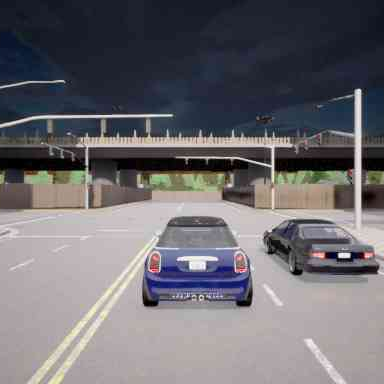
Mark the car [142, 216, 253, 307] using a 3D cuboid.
[{"bbox_3d":[0.104,1.352,8.159,2.097,1.767,4.553,0,0,0],"label":"car"}]

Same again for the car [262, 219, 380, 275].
[{"bbox_3d":[3.605,1.547,10.378,2.033,1.411,5.357,0,0,0],"label":"car"}]
